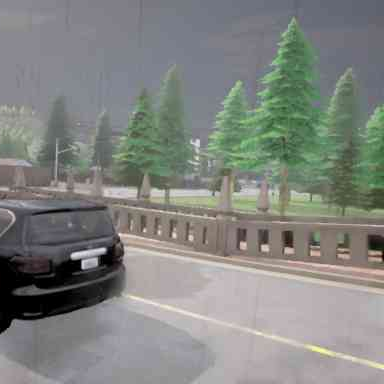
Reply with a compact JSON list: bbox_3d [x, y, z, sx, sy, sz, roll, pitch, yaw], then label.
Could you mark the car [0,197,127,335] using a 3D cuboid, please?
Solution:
[{"bbox_3d":[-3.767,1.103,6.664,5.566,2.045,2.150,2,1,35],"label":"car"}]
